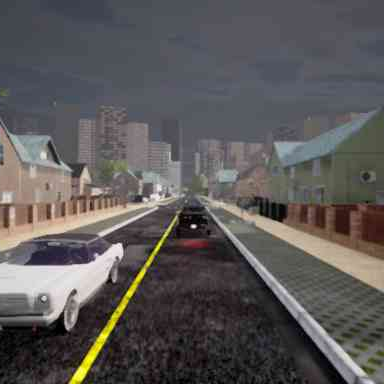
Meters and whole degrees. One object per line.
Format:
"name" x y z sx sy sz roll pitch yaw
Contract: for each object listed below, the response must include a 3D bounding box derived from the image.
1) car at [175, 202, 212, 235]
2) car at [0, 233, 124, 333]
"car" 0.087 1.501 18.862 1.837 1.490 4.892 0 -1 0
"car" -2.818 1.601 6.903 1.895 1.301 4.718 0 0 0
